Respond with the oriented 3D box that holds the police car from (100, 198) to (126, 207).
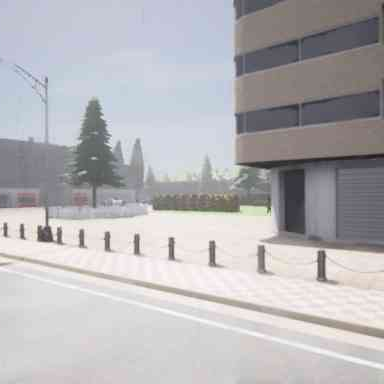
[{"bbox_3d":[-14.318,1.858,60.011,2.038,1.542,4.974,-1,0,36],"label":"police car"}]
